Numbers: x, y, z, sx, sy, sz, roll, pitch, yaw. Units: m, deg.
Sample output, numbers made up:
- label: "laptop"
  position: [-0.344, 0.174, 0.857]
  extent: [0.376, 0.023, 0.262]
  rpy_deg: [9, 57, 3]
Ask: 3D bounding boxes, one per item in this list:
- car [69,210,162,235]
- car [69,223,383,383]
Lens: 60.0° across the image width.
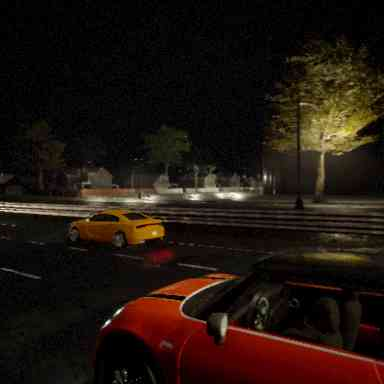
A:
- label: "car"
  position: [-3.560, 1.569, 15.130]
  extent: [5.008, 1.535, 1.882]
  rpy_deg: [0, 0, 36]
- label: "car"
  position: [1.120, 1.359, 3.193]
  extent: [4.553, 1.767, 2.097]
  rpy_deg: [-1, 0, 36]
